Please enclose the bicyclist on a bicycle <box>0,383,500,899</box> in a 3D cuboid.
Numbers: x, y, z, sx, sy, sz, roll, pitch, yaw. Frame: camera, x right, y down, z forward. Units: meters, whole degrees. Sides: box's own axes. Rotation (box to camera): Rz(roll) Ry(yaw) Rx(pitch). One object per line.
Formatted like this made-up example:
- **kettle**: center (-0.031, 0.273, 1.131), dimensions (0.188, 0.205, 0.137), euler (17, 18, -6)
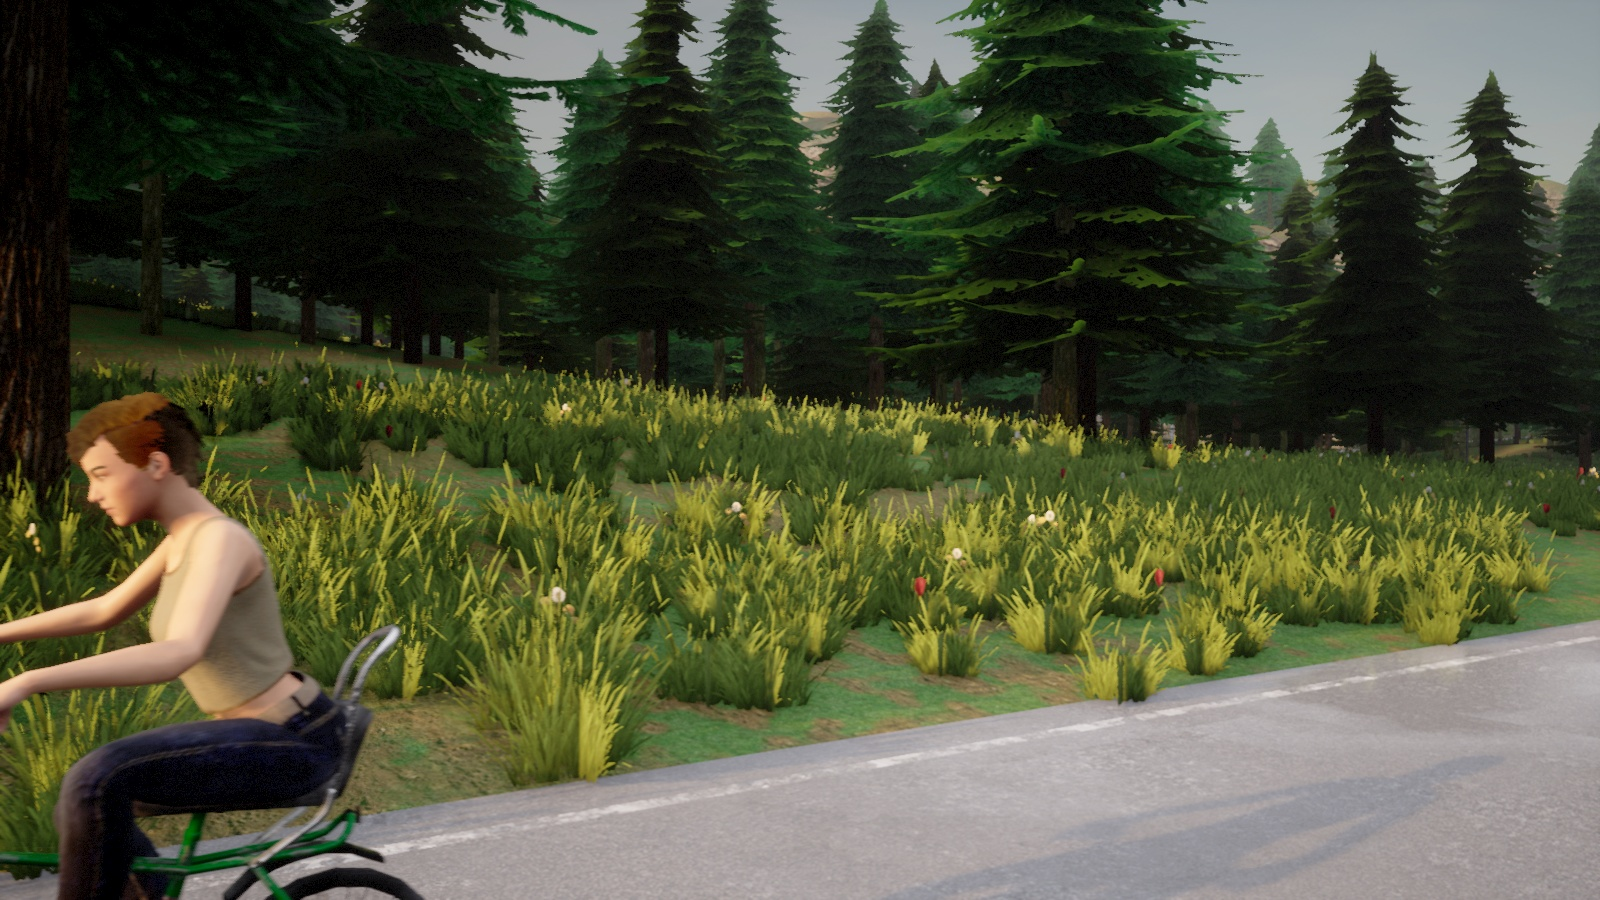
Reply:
- **bicyclist on a bicycle**: center (-1.503, 0.691, 2.589), dimensions (1.509, 1.612, 0.866), euler (0, 0, -35)
